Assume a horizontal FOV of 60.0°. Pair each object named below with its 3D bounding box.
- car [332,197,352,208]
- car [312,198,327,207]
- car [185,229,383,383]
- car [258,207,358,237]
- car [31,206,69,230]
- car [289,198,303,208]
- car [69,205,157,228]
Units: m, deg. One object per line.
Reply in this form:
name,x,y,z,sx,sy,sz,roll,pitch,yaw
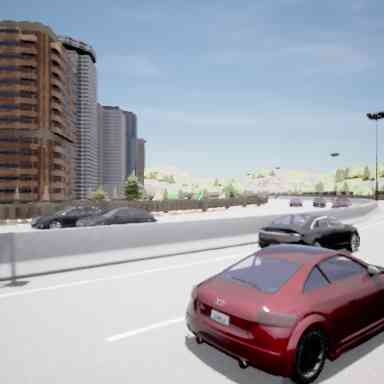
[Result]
car,18.937,1.467,41.924,2.097,1.767,4.553,0,0,28
car,19.725,1.652,51.367,1.837,1.490,4.892,0,0,23
car,1.940,1.581,5.511,4.181,1.385,1.994,0,0,-38
car,4.404,1.528,12.172,4.902,1.511,2.128,0,0,-42
car,-7.317,1.593,20.738,4.892,1.490,1.837,0,0,-41
car,16.616,1.684,52.986,1.812,1.442,4.674,0,0,23
car,-4.165,1.601,18.825,4.674,1.442,1.812,0,0,-42
